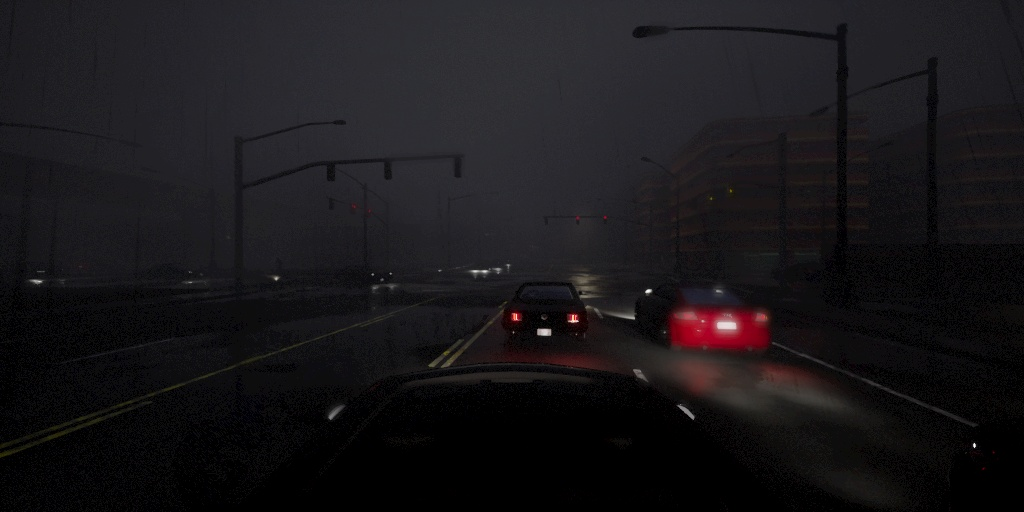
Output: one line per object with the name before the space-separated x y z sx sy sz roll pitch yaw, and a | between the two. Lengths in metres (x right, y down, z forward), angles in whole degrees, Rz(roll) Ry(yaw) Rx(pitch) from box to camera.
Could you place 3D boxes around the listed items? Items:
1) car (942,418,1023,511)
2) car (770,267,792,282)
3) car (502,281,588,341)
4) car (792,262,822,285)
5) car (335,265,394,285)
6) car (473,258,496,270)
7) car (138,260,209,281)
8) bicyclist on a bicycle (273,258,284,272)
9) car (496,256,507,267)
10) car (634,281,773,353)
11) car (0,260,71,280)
car | 3.640 1.242 0.196 2.128 1.511 4.902 0 0 1
car | 22.798 1.228 27.588 5.008 1.535 1.882 0 0 7
car | 0.994 1.351 9.908 1.895 1.301 4.718 0 0 8
car | 22.171 1.227 23.936 5.008 1.535 1.882 0 0 7
car | -10.790 1.351 26.189 4.718 1.301 1.895 0 0 35
car | -3.890 1.176 48.697 1.994 1.385 4.181 0 1 8
car | -27.760 1.275 29.686 4.674 1.442 1.812 0 0 7
bicyclist on a bicycle | -26.429 1.053 40.569 0.582 1.620 1.656 0 0 7
car | -2.546 1.064 58.551 1.895 1.301 4.718 0 1 8
car | 4.398 1.314 8.909 1.994 1.385 4.181 0 0 7
car | -42.158 1.255 31.559 4.892 1.490 1.837 0 0 11
